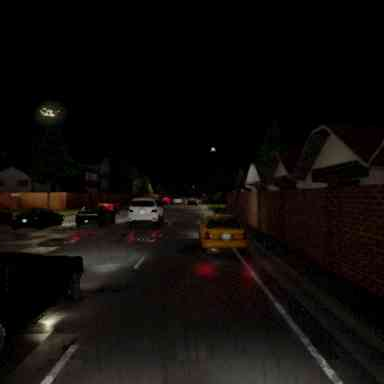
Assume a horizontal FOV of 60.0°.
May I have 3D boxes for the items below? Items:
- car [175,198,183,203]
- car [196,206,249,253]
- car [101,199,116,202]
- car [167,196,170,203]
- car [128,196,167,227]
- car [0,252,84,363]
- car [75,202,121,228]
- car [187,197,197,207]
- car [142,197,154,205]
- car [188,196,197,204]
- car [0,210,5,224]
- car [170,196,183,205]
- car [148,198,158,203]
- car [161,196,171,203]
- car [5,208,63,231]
[{"bbox_3d":[-3.471,2.254,89.428,1.812,1.442,4.674,0,-1,0],"label":"car"},{"bbox_3d":[1.230,1.599,14.426,1.801,1.575,5.366,0,-1,0],"label":"car"},{"bbox_3d":[-10.387,1.765,41.833,2.097,1.767,4.553,0,-1,0],"label":"car"},{"bbox_3d":[-6.974,2.305,80.162,2.128,1.511,4.902,0,-1,0],"label":"car"},{"bbox_3d":[-3.392,1.472,25.284,2.150,2.045,5.566,0,-1,0],"label":"car"},{"bbox_3d":[-3.398,1.657,5.566,1.895,1.301,4.718,0,-1,0],"label":"car"},{"bbox_3d":[-6.892,1.731,24.147,2.128,1.511,4.902,0,-1,0],"label":"car"},{"bbox_3d":[0.022,2.208,67.895,2.033,1.411,5.357,0,-1,0],"label":"car"},{"bbox_3d":[-10.475,2.128,79.398,2.097,1.767,4.553,0,-1,0],"label":"car"},{"bbox_3d":[0.026,1.949,82.928,2.150,2.045,5.566,0,-1,0],"label":"car"},{"bbox_3d":[-14.847,1.842,24.327,1.895,1.301,4.718,0,-1,-11],"label":"car"},{"bbox_3d":[-3.475,1.993,79.041,2.150,2.045,5.566,0,-1,0],"label":"car"},{"bbox_3d":[-10.471,2.325,89.460,1.895,1.301,4.718,0,-1,0],"label":"car"},{"bbox_3d":[-6.971,2.030,90.292,2.150,2.045,5.566,0,-1,0],"label":"car"},{"bbox_3d":[-10.392,1.788,22.651,1.994,1.385,4.181,0,-1,0],"label":"car"}]
